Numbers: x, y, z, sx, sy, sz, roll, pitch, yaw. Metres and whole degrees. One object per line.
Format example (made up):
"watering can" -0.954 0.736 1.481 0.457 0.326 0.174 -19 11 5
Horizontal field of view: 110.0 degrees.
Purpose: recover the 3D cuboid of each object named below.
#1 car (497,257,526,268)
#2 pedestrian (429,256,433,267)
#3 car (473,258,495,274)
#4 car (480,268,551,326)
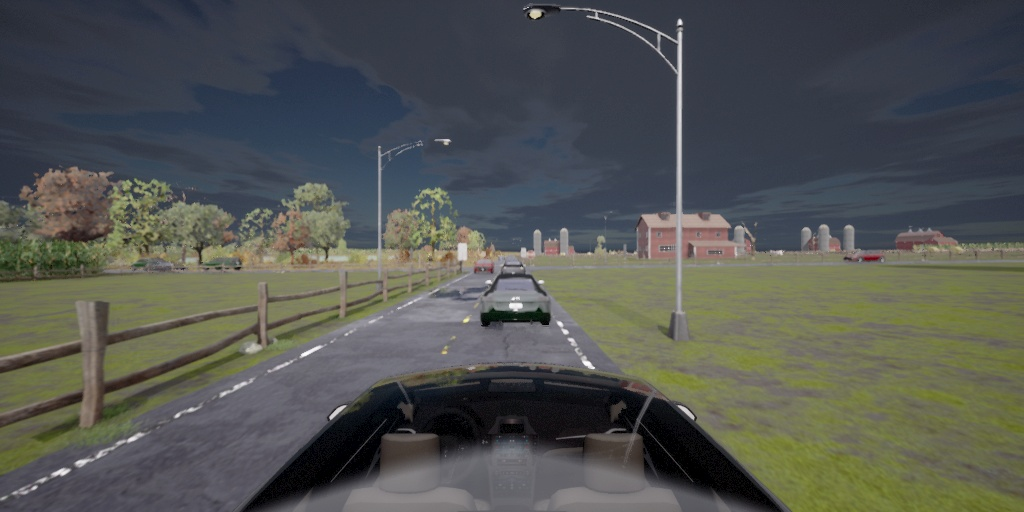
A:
"car" 0.091 1.060 28.391 2.128 1.511 4.902 0 0 0
"pedestrian" -12.176 0.816 53.549 0.375 1.860 0.375 0 2 0
"car" -2.767 0.994 36.329 1.882 1.535 5.008 0 0 0
"car" 0.097 1.248 11.353 1.994 1.385 4.181 0 0 0
